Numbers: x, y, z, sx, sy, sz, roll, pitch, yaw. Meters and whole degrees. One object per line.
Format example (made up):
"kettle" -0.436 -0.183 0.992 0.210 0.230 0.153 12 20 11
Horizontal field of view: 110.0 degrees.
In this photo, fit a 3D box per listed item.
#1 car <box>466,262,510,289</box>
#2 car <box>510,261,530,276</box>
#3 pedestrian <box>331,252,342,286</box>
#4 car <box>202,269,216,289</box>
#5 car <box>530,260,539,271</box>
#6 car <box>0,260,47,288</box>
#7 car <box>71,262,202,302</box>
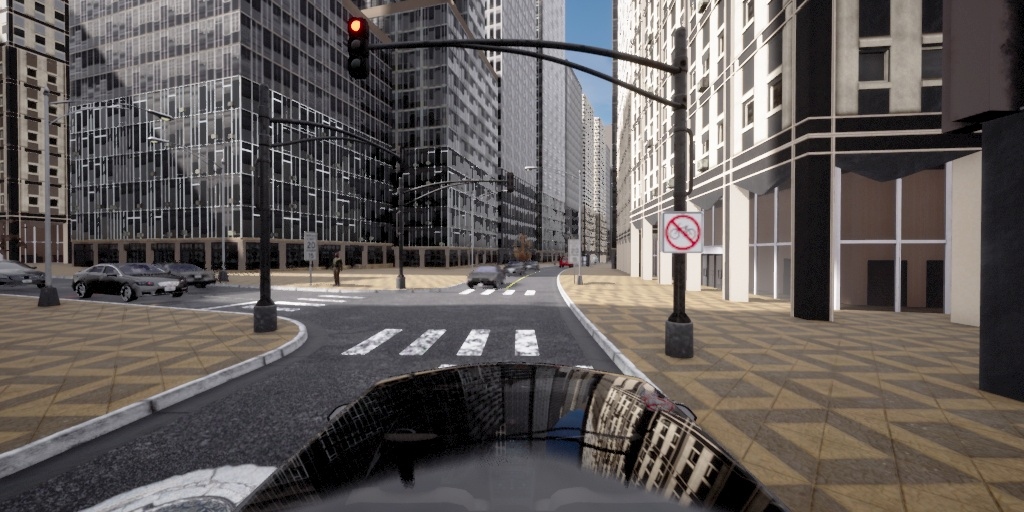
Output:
"car" -1.582 1.318 23.660 2.033 1.411 5.357 0 0 6
"car" 0.321 1.313 38.202 2.128 1.511 4.902 0 0 9
"pedestrian" -9.518 0.716 19.477 0.375 1.860 0.375 0 0 16
"car" -18.129 1.037 18.811 5.357 1.411 2.033 1 1 19
"car" 2.720 1.373 50.798 2.128 1.511 4.902 0 0 12
"car" -25.926 0.940 18.180 4.674 1.442 1.812 1 1 17
"car" -16.366 1.043 15.381 4.902 1.511 2.128 1 1 16
